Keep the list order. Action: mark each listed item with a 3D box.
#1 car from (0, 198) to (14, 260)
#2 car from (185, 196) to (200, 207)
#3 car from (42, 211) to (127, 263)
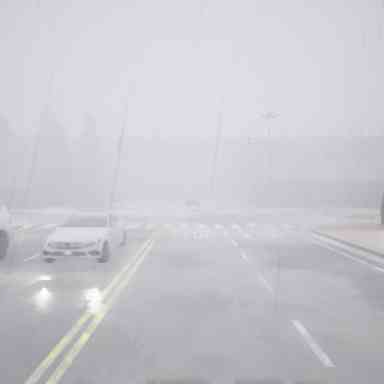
[{"bbox_3d":[-7.039,1.144,8.856,2.150,2.045,5.566,0,0,0],"label":"car"},{"bbox_3d":[0.099,1.218,42.838,1.895,1.301,4.718,0,0,0],"label":"car"},{"bbox_3d":[-3.507,1.421,11.726,1.812,1.442,4.674,0,0,0],"label":"car"}]
